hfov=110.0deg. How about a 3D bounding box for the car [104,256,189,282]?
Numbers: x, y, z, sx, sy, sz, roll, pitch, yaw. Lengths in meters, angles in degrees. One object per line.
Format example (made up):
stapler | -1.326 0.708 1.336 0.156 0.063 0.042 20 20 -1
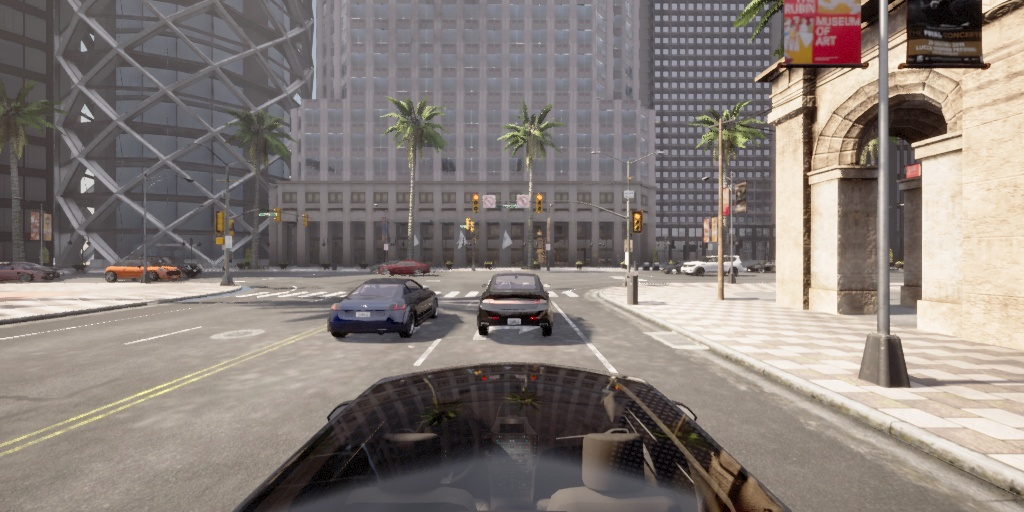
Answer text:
car | -29.127 1.102 28.469 4.553 1.767 2.097 0 0 -3

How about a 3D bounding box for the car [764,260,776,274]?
car | 30.708 1.314 39.296 4.181 1.385 1.994 0 0 0

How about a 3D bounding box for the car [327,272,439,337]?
car | -3.419 1.314 10.261 1.994 1.385 4.181 0 0 0

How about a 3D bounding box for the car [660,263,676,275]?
car | 18.856 1.255 39.337 4.892 1.490 1.837 0 0 0

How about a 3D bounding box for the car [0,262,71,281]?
car | -40.837 1.242 29.757 4.902 1.511 2.128 0 0 -22

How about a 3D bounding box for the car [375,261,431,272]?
car | -10.656 1.227 35.928 5.008 1.535 1.882 0 0 0

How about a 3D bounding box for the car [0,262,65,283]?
car | -37.651 1.314 27.186 4.181 1.385 1.994 0 0 -19

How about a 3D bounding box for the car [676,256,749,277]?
car | 19.977 0.972 35.835 5.566 2.045 2.150 0 0 0

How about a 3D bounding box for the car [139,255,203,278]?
car | -31.167 0.971 31.965 5.566 2.045 2.150 0 0 -3

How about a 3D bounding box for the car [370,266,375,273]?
car | -13.038 1.255 39.435 4.892 1.490 1.837 0 0 0

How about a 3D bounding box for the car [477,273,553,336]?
car | 0.118 1.242 10.392 2.128 1.511 4.902 0 0 2

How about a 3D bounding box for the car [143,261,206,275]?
car | -36.132 1.276 38.520 4.674 1.442 1.812 0 0 -10
